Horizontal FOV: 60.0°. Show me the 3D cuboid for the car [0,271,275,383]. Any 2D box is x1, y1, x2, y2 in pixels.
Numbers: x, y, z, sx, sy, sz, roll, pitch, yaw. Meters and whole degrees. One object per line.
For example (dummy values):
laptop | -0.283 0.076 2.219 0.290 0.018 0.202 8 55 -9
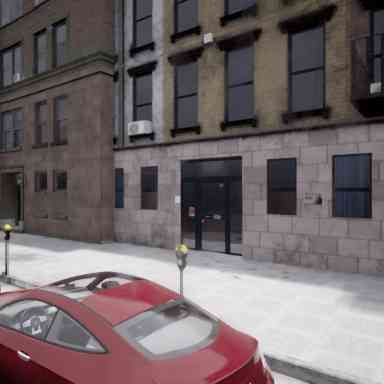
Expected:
car | -1.213 1.582 3.684 4.206 1.307 1.802 0 0 36
